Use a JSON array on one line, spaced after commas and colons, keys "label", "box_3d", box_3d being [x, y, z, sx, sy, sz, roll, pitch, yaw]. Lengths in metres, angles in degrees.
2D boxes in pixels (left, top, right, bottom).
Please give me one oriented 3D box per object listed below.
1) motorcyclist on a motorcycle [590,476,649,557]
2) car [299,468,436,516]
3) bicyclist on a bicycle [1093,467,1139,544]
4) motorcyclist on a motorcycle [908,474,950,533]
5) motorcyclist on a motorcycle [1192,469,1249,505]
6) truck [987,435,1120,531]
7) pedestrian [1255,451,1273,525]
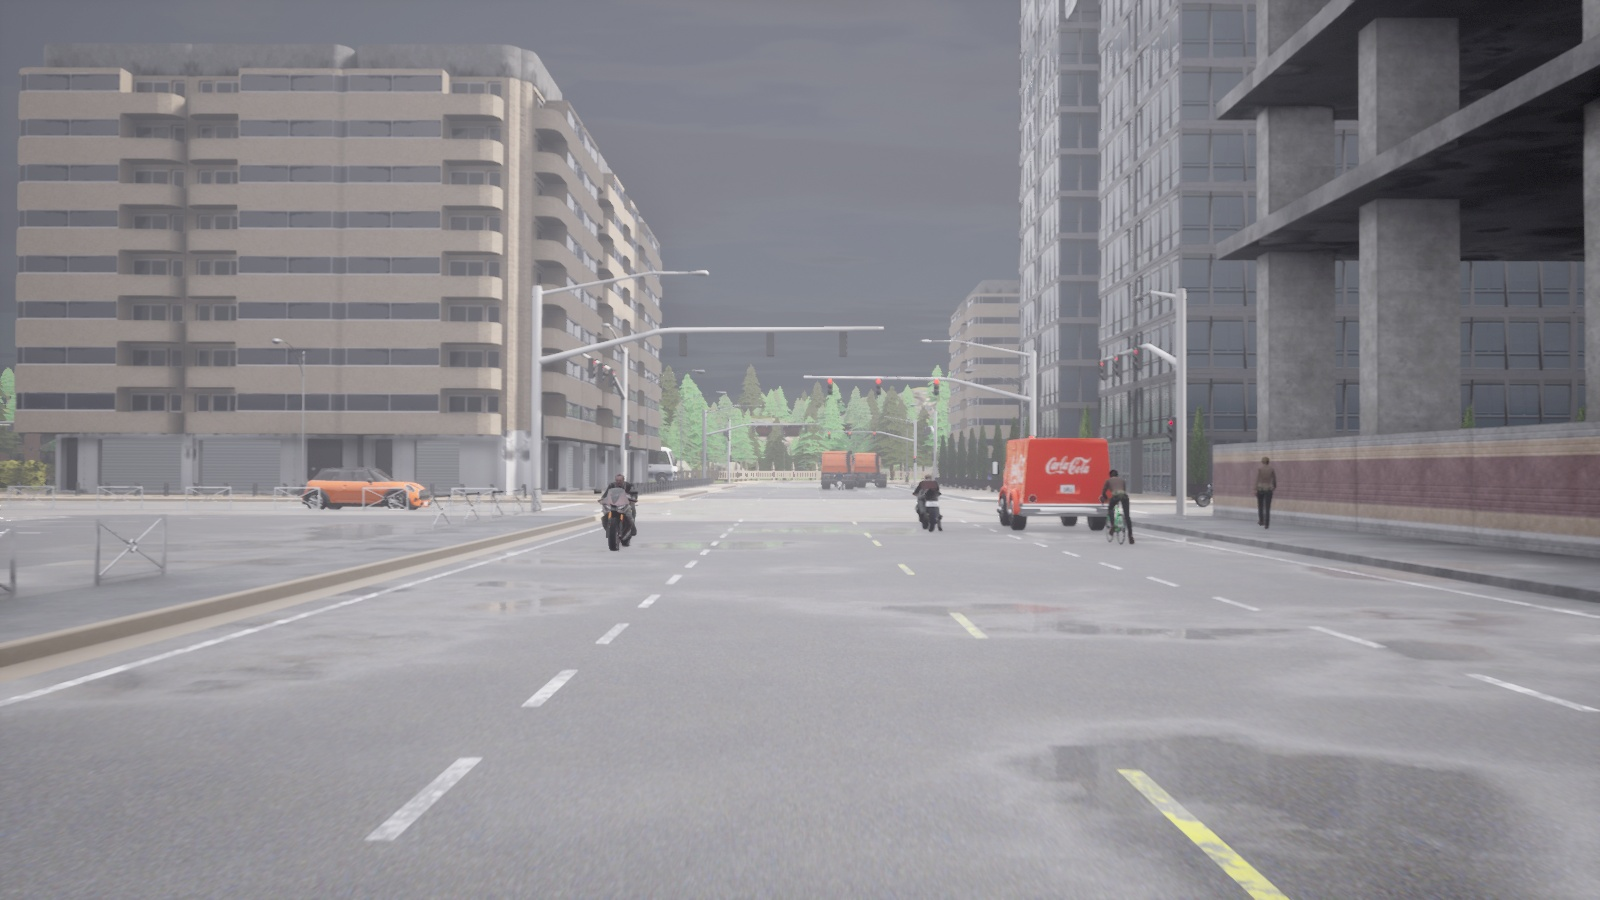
[{"label": "motorcyclist on a motorcycle", "box_3d": [-3.561, 1.281, 24.922, 0.866, 1.530, 2.191, 0, -1, 0]}, {"label": "car", "box_3d": [-16.567, 1.604, 48.312, 4.553, 1.767, 2.097, 0, -1, 0]}, {"label": "bicyclist on a bicycle", "box_3d": [6.932, 1.202, 27.615, 0.582, 1.620, 1.656, 0, -1, 0]}, {"label": "motorcyclist on a motorcycle", "box_3d": [3.418, 1.396, 33.427, 0.866, 1.530, 2.191, 0, -1, 0]}, {"label": "motorcyclist on a motorcycle", "box_3d": [19.671, 1.726, 58.775, 2.350, 1.649, 0.766, 0, -1, 0]}, {"label": "truck", "box_3d": [6.913, 0.886, 34.971, 2.627, 2.467, 5.204, 0, -1, 0]}, {"label": "pedestrian", "box_3d": [11.612, 0.947, 31.433, 0.331, 1.846, 0.634, 0, -1, 14]}]
